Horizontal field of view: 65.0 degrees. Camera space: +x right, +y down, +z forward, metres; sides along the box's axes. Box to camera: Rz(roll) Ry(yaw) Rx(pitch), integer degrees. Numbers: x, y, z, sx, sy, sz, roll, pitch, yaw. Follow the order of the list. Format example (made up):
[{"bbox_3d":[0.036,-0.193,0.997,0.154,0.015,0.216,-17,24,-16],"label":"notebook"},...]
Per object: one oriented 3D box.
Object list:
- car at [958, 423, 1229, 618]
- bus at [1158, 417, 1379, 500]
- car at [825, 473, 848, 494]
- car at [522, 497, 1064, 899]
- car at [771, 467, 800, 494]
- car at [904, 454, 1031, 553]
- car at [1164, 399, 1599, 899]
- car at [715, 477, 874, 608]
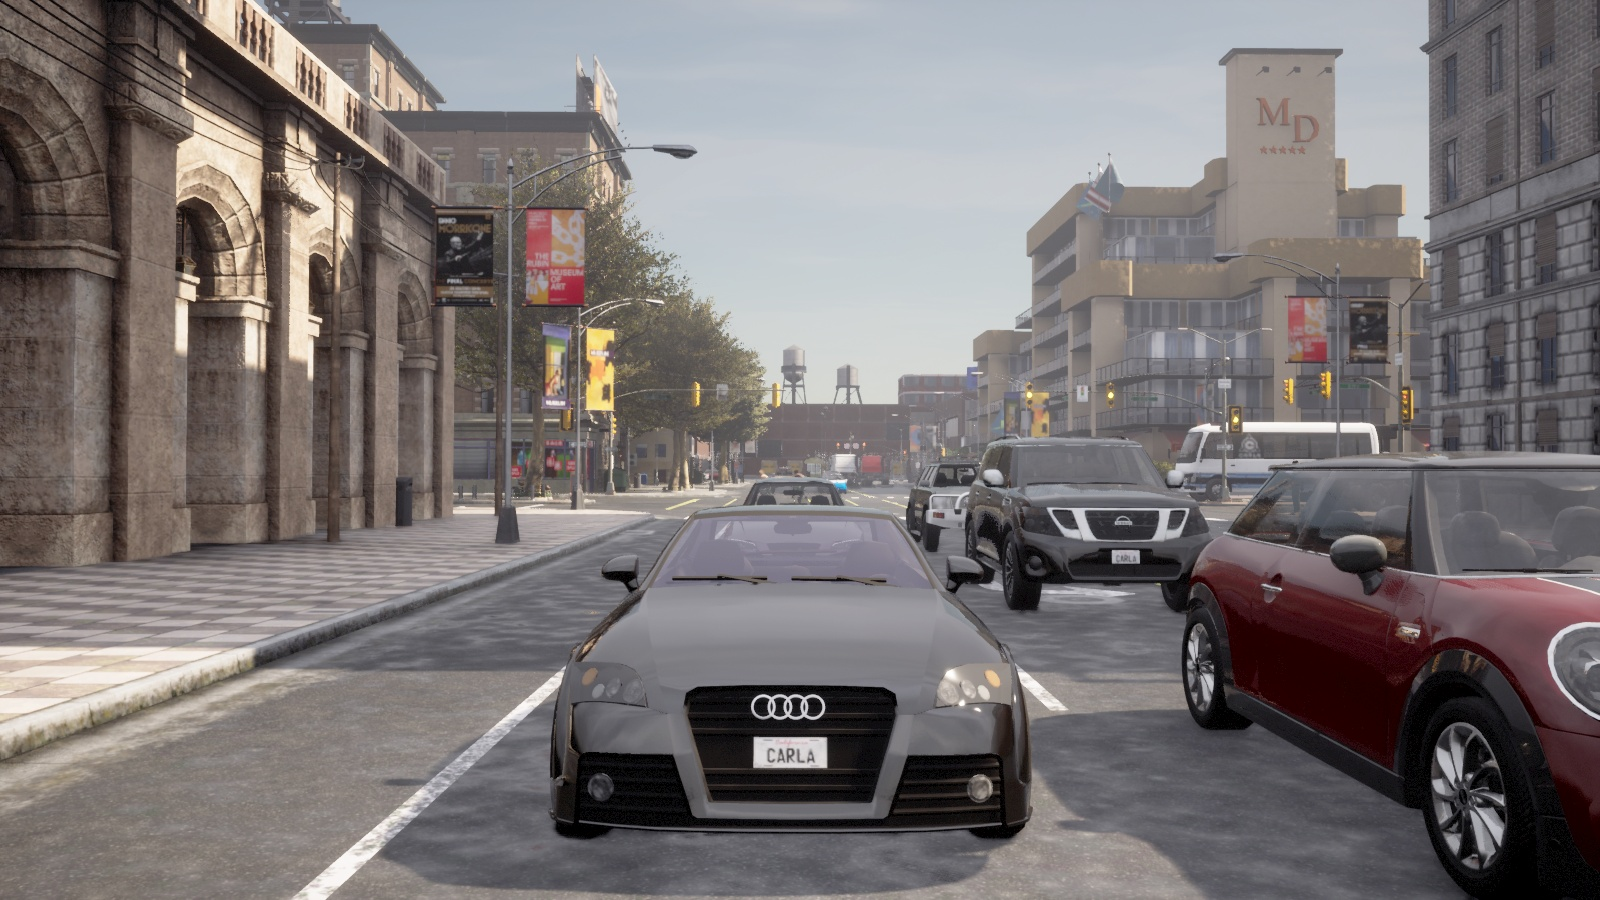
[{"bbox_3d":[3.434,0.788,15.993,2.150,2.045,5.566,0,-1,0],"label":"car"},{"bbox_3d":[24.795,0.460,66.964,10.273,4.253,3.944,0,-1,-1],"label":"bus"},{"bbox_3d":[2.497,2.302,86.116,1.481,1.376,2.207,0,-1,-1],"label":"car"},{"bbox_3d":[-0.032,0.991,6.719,1.994,1.385,4.181,0,-1,0],"label":"car"},{"bbox_3d":[-1.039,2.117,88.457,1.932,1.855,4.605,0,-1,-1],"label":"car"},{"bbox_3d":[3.360,1.055,26.086,1.932,1.855,4.605,0,-1,-1],"label":"car"},{"bbox_3d":[3.469,0.760,5.993,2.097,1.767,4.553,0,-1,0],"label":"car"},{"bbox_3d":[-0.072,1.105,16.502,1.816,1.474,4.193,0,-1,0],"label":"car"}]
